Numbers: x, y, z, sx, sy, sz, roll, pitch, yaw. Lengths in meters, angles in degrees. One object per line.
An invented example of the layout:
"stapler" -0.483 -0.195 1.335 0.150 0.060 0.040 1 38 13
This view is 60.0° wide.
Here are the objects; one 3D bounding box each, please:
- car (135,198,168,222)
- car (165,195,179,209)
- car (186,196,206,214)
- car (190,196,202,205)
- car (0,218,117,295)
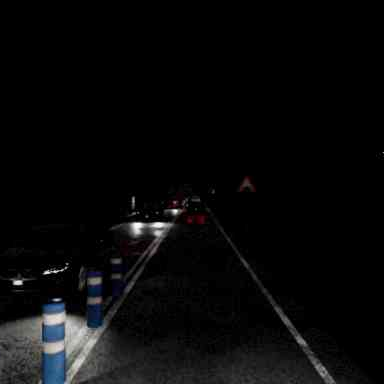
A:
"car" -3.146 1.464 25.812 1.812 1.442 4.674 0 0 1
"car" -2.836 1.221 43.412 2.097 1.767 4.553 0 0 1
"car" 0.407 1.402 34.182 2.128 1.511 4.902 0 0 1
"car" 0.623 1.320 52.757 1.812 1.442 4.674 1 -1 1
"car" -3.313 1.494 8.788 1.837 1.490 4.892 0 0 0
